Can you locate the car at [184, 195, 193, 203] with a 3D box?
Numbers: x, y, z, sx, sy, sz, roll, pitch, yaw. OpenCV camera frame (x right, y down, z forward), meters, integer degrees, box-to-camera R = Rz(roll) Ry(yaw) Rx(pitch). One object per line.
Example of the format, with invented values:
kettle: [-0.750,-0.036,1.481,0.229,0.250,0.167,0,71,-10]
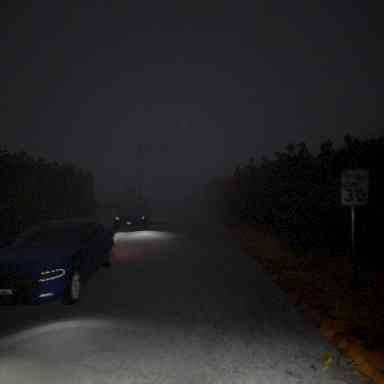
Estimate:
car: [-0.742,1.300,66.382,1.837,1.490,4.892,-1,0,-1]

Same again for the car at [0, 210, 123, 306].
car: [-3.272,1.449,8.291,1.882,1.535,5.008,-1,0,0]

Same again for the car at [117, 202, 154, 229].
car: [-3.370,1.335,19.981,1.812,1.442,4.674,-1,1,0]
